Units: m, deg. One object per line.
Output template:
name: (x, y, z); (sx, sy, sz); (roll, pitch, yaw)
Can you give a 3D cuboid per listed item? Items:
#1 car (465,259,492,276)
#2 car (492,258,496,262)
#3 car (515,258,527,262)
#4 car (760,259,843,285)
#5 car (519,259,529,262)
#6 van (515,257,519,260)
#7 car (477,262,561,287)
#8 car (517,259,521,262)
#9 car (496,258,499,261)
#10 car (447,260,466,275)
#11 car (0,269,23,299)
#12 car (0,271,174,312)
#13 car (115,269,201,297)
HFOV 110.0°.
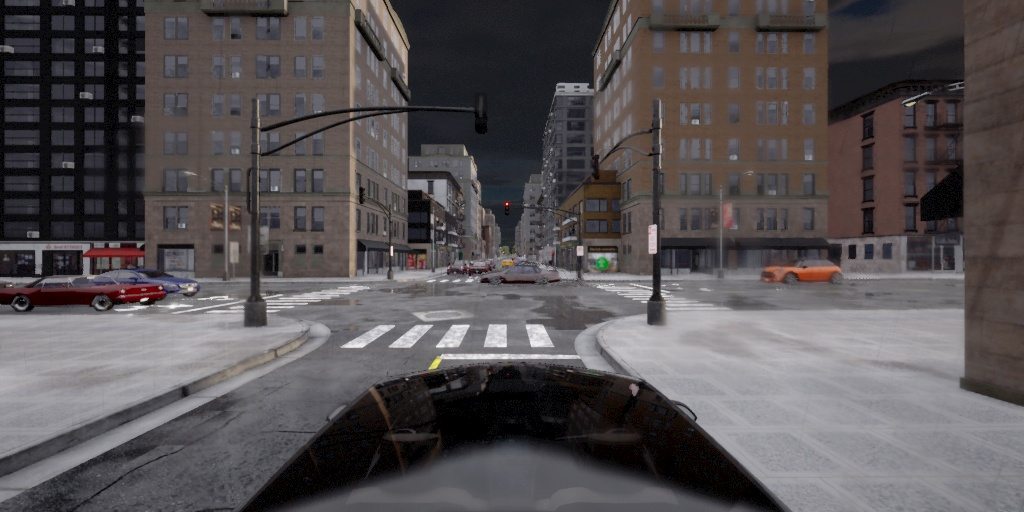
car: (-3.450, 1.265, 37.822); (1.882, 1.535, 5.008); (0, 0, 0)
car: (-3.515, 1.308, 47.415); (1.837, 1.490, 4.892); (0, 0, 0)
car: (1.908, 1.386, 56.217); (1.948, 1.339, 4.313); (0, 0, 0)
car: (19.559, 1.025, 24.367); (4.553, 1.767, 2.097); (0, 0, -1)
car: (2.025, 1.356, 39.684); (1.948, 1.339, 4.313); (0, 0, 0)
van: (1.869, 1.173, 61.727); (1.690, 1.789, 3.998); (0, 0, 0)
car: (0.562, 1.313, 24.141); (5.357, 1.411, 2.033); (0, 0, -1)
car: (1.947, 1.391, 50.706); (1.802, 1.307, 4.207); (0, 0, 0)
car: (-3.576, 1.424, 57.555); (1.895, 1.301, 4.718); (0, 0, 0)
car: (-6.000, 1.230, 39.628); (1.967, 1.591, 4.097); (0, 0, 0)
car: (-27.462, 1.396, 17.097); (5.357, 1.411, 2.033); (0, 0, -1)
car: (-16.565, 1.401, 13.982); (4.718, 1.301, 1.895); (0, 0, -1)
car: (-17.736, 1.337, 17.211); (4.674, 1.442, 1.812); (0, 0, 1)
